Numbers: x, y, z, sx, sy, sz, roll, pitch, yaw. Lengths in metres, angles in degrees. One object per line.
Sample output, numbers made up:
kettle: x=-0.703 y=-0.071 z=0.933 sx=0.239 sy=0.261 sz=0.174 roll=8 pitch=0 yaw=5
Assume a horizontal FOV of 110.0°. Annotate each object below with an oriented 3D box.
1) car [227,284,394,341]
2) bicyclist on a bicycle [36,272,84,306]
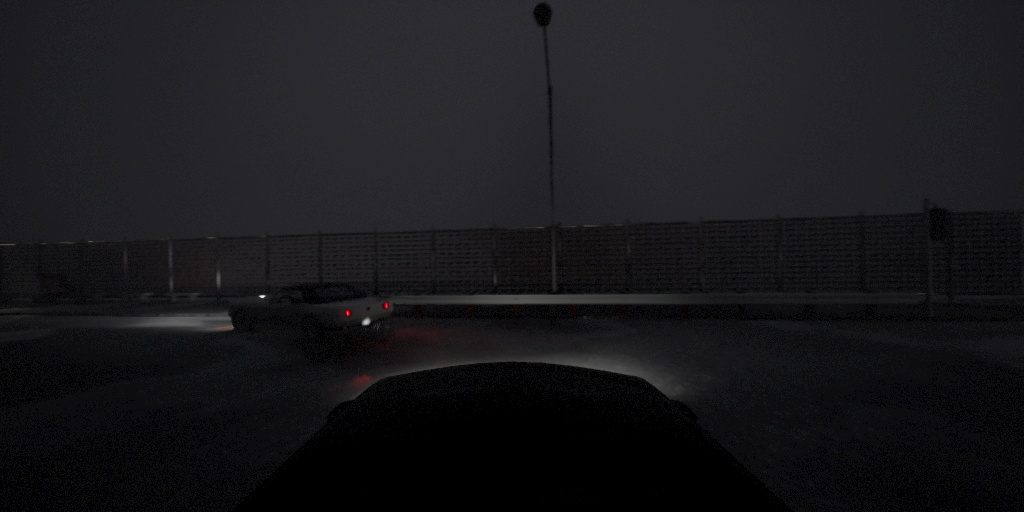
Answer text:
car: x=-5.834 y=1.469 z=10.249 sx=4.718 sy=1.301 sz=1.895 roll=-1 pitch=0 yaw=24
bicyclist on a bicycle: x=-21.627 y=1.405 z=17.014 sx=0.582 sy=1.620 sz=1.656 roll=-1 pitch=31 yaw=9
